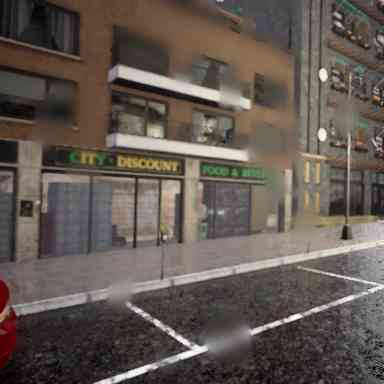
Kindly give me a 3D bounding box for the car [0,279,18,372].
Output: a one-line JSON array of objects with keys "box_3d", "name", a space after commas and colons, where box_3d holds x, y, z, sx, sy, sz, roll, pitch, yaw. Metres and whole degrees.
[{"box_3d": [-4.169, 1.547, 3.094, 4.507, 1.381, 1.887, 0, 2, -35], "name": "car"}]
